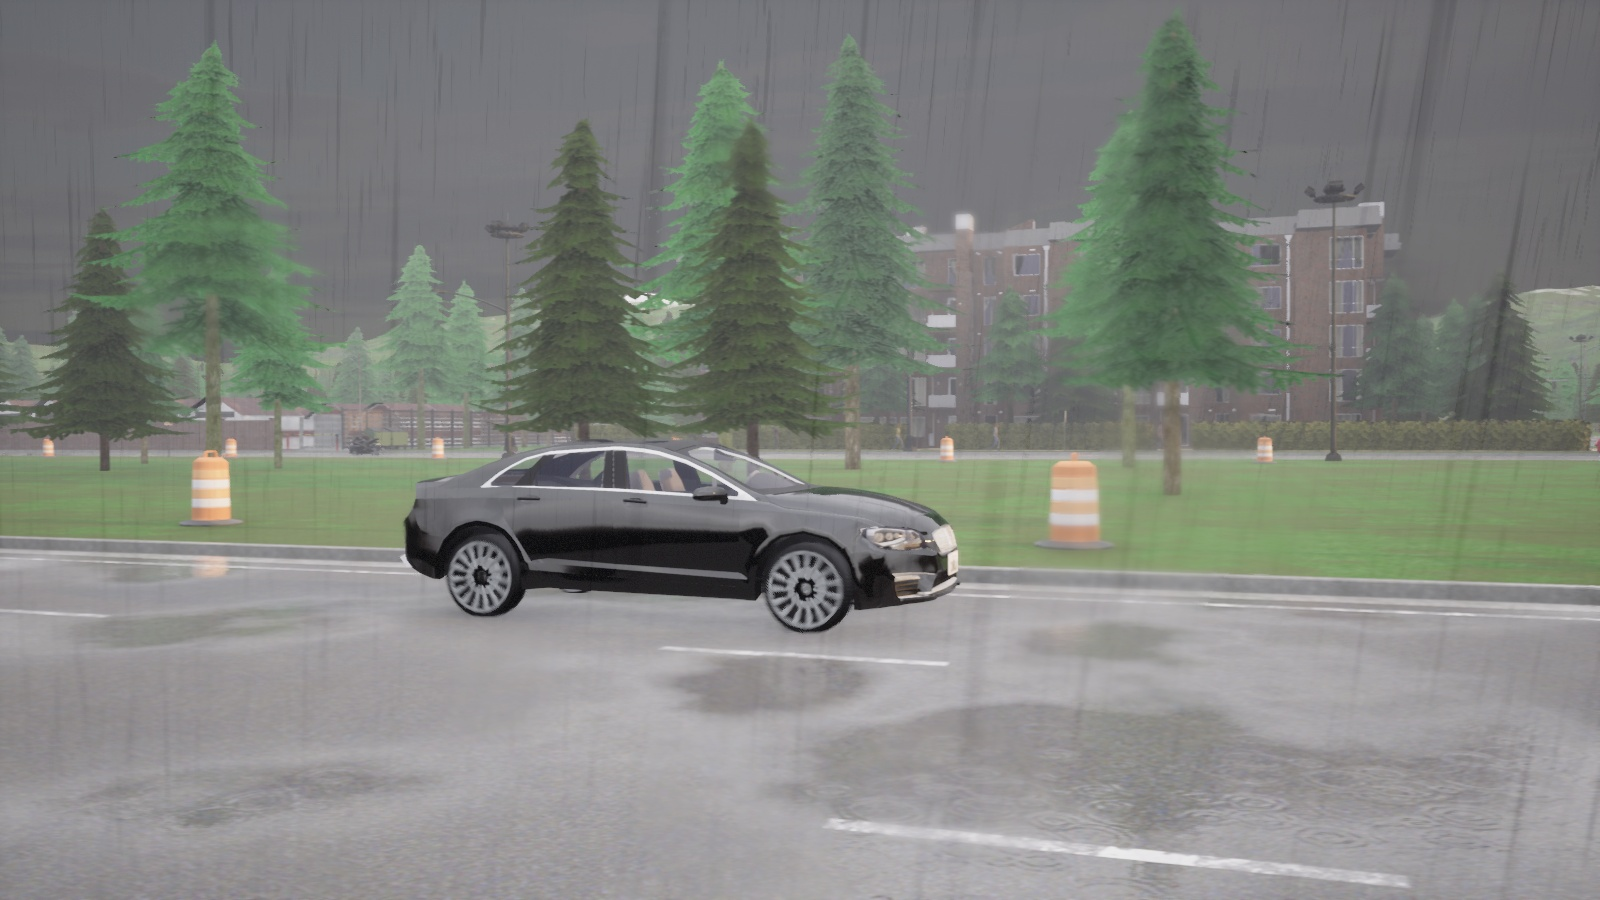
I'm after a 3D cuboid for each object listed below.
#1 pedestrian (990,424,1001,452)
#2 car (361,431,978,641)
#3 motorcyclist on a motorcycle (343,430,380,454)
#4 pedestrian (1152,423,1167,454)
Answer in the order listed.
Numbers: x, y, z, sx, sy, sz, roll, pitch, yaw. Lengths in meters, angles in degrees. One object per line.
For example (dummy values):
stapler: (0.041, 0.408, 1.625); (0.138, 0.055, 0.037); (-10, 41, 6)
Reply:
pedestrian: (12.877, -0.821, 82.733); (0.706, 1.836, 0.354); (1, 1, 20)
car: (-1.085, 0.603, 10.942); (4.902, 1.511, 2.128); (1, 1, 19)
motorcyclist on a motorcycle: (-28.422, -0.549, 81.413); (2.191, 1.530, 0.866); (1, 1, 19)
pedestrian: (22.755, -0.733, 79.544); (0.873, 1.952, 0.659); (1, 1, 19)
